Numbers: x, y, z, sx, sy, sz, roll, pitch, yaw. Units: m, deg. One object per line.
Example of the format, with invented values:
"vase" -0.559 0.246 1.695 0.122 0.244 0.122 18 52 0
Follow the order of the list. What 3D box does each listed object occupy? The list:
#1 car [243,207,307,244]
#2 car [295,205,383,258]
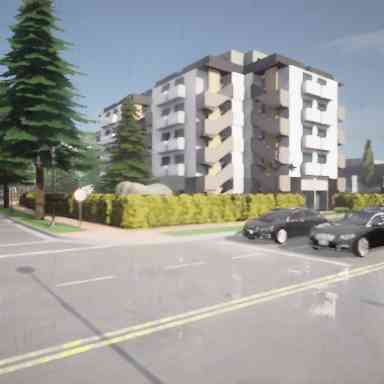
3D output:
"car" 4.554 1.498 15.832 4.892 1.490 1.837 0 0 -35
"car" 6.549 1.485 12.958 4.902 1.511 2.128 0 0 -35
